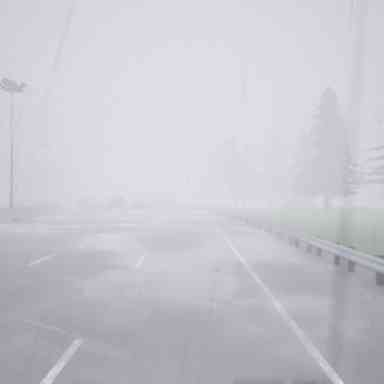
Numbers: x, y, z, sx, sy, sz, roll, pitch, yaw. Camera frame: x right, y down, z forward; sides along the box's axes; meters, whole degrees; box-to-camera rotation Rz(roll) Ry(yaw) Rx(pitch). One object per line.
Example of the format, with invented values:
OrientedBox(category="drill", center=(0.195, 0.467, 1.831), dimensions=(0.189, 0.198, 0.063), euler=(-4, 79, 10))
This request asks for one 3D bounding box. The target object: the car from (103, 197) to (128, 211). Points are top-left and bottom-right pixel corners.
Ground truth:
OrientedBox(category="car", center=(-11.584, 1.711, 50.275), dimensions=(2.150, 2.045, 5.566), euler=(0, -1, -22))

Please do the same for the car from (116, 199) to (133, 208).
OrientedBox(category="car", center=(-12.552, 2.129, 61.676), dimensions=(1.812, 1.442, 4.674), euler=(0, -1, -30))

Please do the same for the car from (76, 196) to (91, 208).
OrientedBox(category="car", center=(-18.864, 1.803, 58.649), dimensions=(2.150, 2.045, 5.566), euler=(0, -1, -30))

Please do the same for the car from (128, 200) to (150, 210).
OrientedBox(category="car", center=(-8.581, 1.986, 52.272), dimensions=(1.882, 1.535, 5.008), euler=(0, -1, -22))

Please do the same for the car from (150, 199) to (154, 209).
OrientedBox(category="car", center=(-6.780, 2.063, 57.412), dimensions=(1.837, 1.490, 4.892), euler=(0, -1, -26))

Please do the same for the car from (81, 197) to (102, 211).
OrientedBox(category="car", center=(-14.906, 1.956, 49.177), dimensions=(1.882, 1.535, 5.008), euler=(0, -1, -22))

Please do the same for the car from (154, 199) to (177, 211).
OrientedBox(category="car", center=(-3.750, 1.826, 48.691), dimensions=(2.097, 1.767, 4.553), euler=(0, -1, -18))
